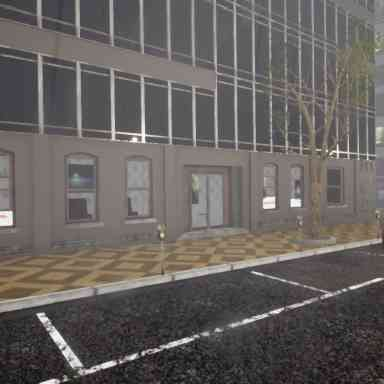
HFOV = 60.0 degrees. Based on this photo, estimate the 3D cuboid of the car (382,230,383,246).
[{"bbox_3d":[9.329,1.436,13.248,4.097,1.590,1.967,0,-1,-36],"label":"car"}]
